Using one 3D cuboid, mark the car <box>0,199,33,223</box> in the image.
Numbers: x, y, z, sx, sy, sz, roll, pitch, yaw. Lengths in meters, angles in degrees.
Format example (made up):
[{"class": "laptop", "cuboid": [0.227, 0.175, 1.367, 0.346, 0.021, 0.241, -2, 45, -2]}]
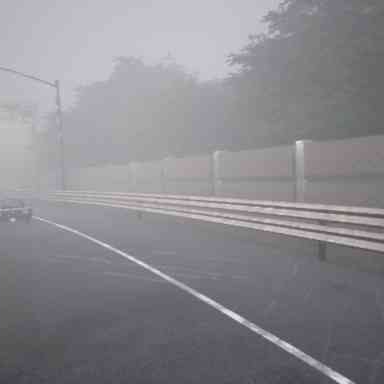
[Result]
[{"class": "car", "cuboid": [-10.327, 1.058, 18.322, 1.895, 1.301, 4.718, -5, 4, -38]}]
